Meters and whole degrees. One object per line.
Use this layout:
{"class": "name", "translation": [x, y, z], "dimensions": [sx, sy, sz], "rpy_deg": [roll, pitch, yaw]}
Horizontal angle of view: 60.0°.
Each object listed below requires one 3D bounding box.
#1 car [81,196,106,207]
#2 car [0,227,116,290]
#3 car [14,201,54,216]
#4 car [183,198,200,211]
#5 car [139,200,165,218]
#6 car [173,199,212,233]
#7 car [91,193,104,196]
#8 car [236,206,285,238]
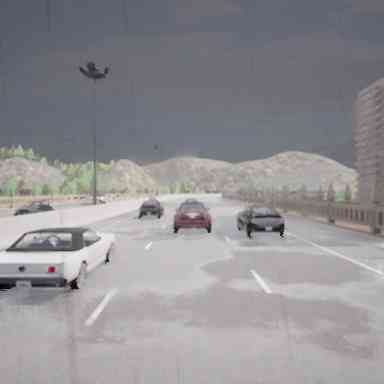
{"class": "car", "translation": [-10.719, 1.505, 36.552], "dimensions": [1.812, 1.442, 4.674], "rpy_deg": [0, 0, 0]}
{"class": "car", "translation": [-3.439, 1.596, 8.999], "dimensions": [1.895, 1.301, 4.718], "rpy_deg": [0, 0, 0]}
{"class": "car", "translation": [-14.203, 1.551, 30.103], "dimensions": [1.994, 1.385, 4.181], "rpy_deg": [0, 0, 0]}
{"class": "car", "translation": [-0.061, 1.515, 40.783], "dimensions": [2.033, 1.411, 5.357], "rpy_deg": [0, 0, 0]}
{"class": "car", "translation": [-3.514, 1.484, 29.449], "dimensions": [1.837, 1.490, 4.892], "rpy_deg": [0, 0, 0]}
{"class": "car", "translation": [0.024, 1.336, 19.842], "dimensions": [2.097, 1.767, 4.553], "rpy_deg": [0, 0, 0]}
{"class": "car", "translation": [-17.748, 1.292, 61.757], "dimensions": [2.150, 2.045, 5.566], "rpy_deg": [0, 0, 0]}
{"class": "car", "translation": [3.533, 1.474, 17.720], "dimensions": [2.128, 1.511, 4.902], "rpy_deg": [0, 0, 0]}
